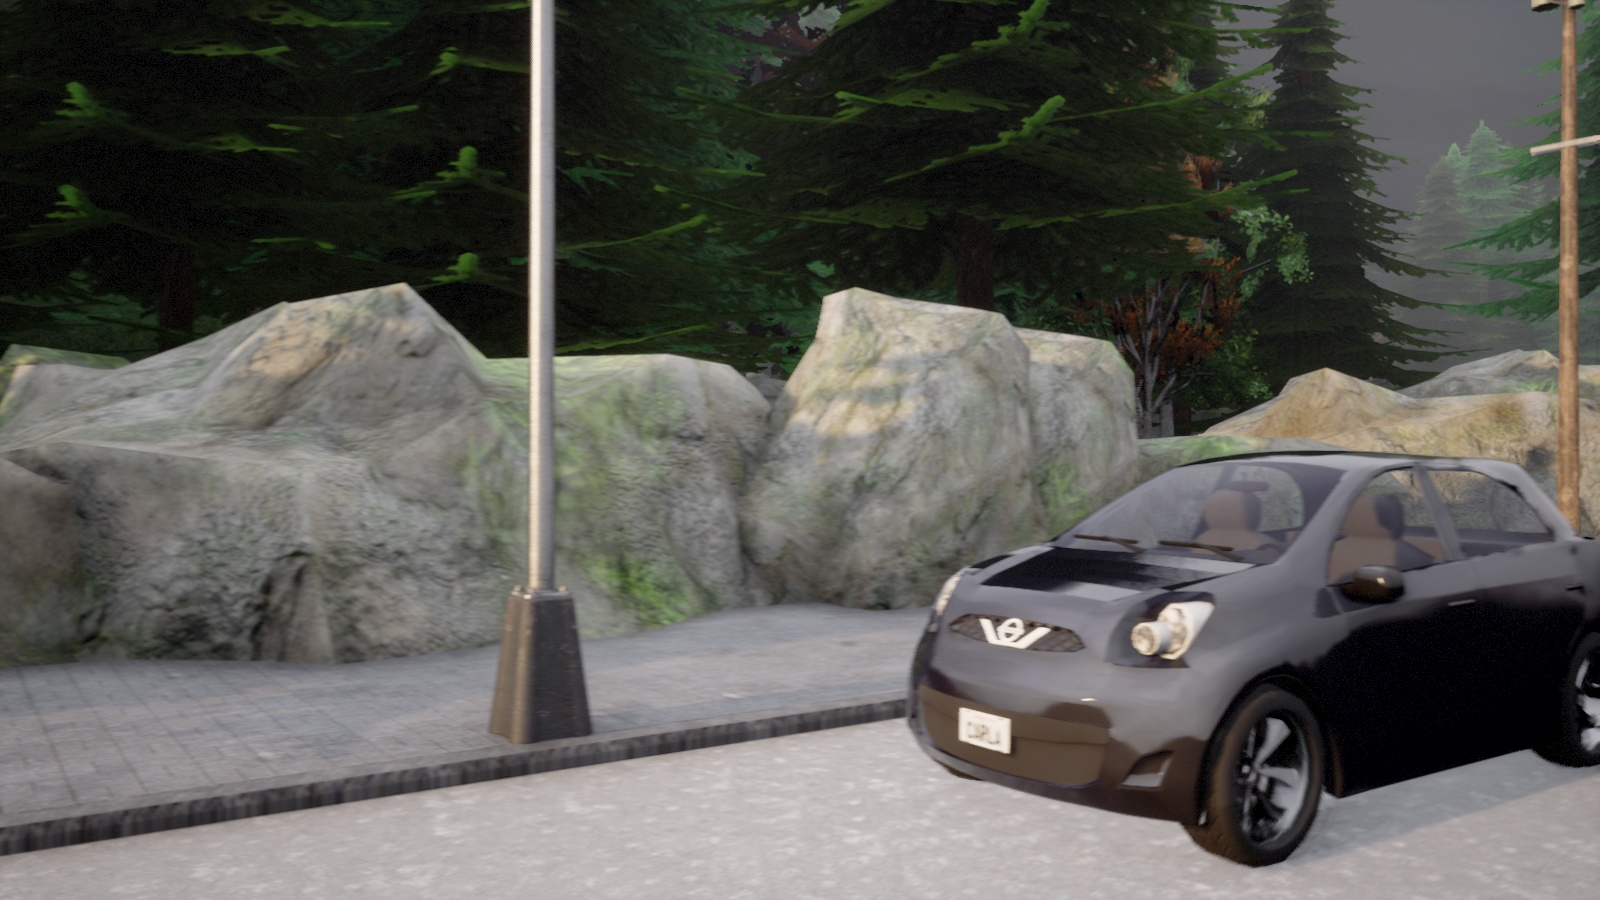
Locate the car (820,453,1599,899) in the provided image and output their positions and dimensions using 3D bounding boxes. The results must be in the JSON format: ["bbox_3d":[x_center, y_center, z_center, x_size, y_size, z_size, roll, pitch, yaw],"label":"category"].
[{"bbox_3d":[2.107,0.769,5.735,3.633,1.501,1.845,0,0,-35],"label":"car"}]
